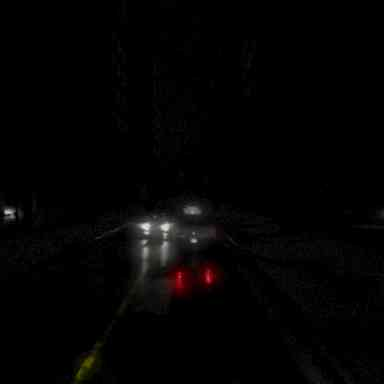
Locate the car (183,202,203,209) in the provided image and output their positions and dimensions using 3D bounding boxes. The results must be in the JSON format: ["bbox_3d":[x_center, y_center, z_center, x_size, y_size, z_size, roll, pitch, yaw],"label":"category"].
[{"bbox_3d":[0.092,1.751,32.708,1.812,1.442,4.674,0,0,0],"label":"car"}]

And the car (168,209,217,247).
[{"bbox_3d":[0.095,1.711,15.710,1.895,1.301,4.718,0,0,0],"label":"car"}]

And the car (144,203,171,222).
[{"bbox_3d":[-2.852,1.699,28.058,1.837,1.490,4.892,0,0,0],"label":"car"}]
